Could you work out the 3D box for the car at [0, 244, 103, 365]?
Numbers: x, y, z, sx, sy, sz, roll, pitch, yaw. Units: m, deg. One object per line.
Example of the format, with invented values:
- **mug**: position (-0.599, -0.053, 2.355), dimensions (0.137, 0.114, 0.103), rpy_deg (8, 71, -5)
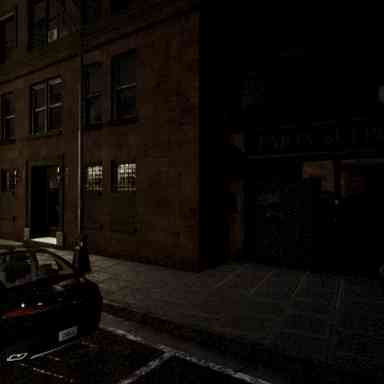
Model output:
- **car**: position (-3.334, 1.551, 5.470), dimensions (4.403, 1.369, 2.008), rpy_deg (0, 0, 36)
